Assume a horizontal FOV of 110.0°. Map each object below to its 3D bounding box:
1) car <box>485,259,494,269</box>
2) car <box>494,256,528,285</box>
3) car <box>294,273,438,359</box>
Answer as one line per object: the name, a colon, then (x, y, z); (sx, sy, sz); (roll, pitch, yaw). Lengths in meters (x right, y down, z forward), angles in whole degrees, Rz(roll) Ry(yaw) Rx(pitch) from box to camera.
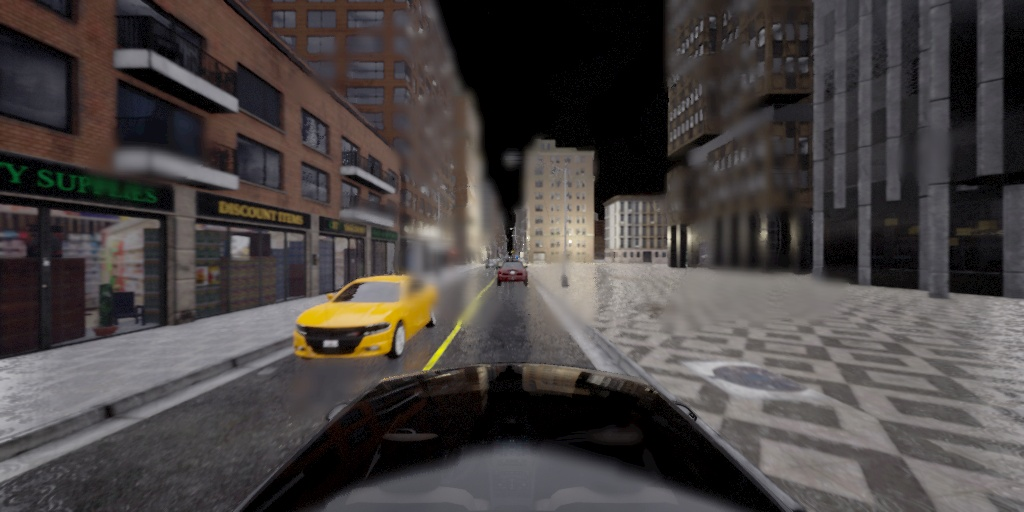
car: (-3.060, 1.205, 54.326); (2.128, 1.511, 4.902); (0, 0, 0)
car: (0.090, 1.088, 25.665); (2.097, 1.767, 4.553); (0, 0, 1)
car: (-3.092, 1.224, 8.620); (1.882, 1.535, 5.008); (0, 0, 0)
